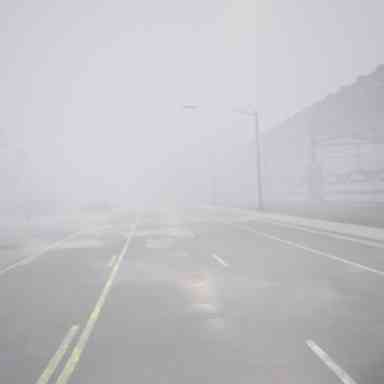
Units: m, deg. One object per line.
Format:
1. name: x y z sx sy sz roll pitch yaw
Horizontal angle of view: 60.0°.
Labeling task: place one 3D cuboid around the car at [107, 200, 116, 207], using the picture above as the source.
1. car: -21.470 3.097 88.954 1.812 1.442 4.674 -3 0 -7

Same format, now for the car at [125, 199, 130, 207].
1. car: -17.003 2.898 81.664 1.812 1.442 4.674 -3 0 -7

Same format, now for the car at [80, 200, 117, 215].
1. car: -14.464 2.289 50.589 2.150 2.045 5.566 -2 0 24

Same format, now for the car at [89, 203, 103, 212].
1. car: -18.174 2.868 63.384 1.812 1.442 4.674 -3 0 -7

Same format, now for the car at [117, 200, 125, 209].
1. car: -14.990 2.754 66.039 1.994 1.385 4.181 -3 0 -7
